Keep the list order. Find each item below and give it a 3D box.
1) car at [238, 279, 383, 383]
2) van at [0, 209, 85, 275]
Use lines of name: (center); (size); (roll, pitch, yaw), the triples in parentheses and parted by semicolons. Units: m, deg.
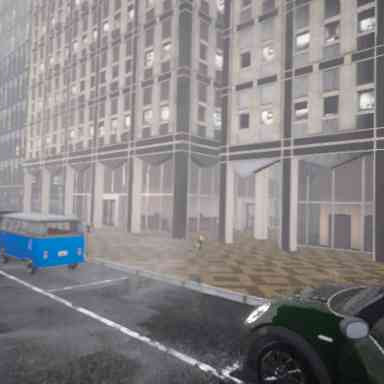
car: (2.731, 1.563, 3.503); (4.553, 1.767, 2.097); (0, -3, 43)
van: (-5.262, 1.633, 11.346); (3.998, 1.788, 1.690); (0, -3, 43)
